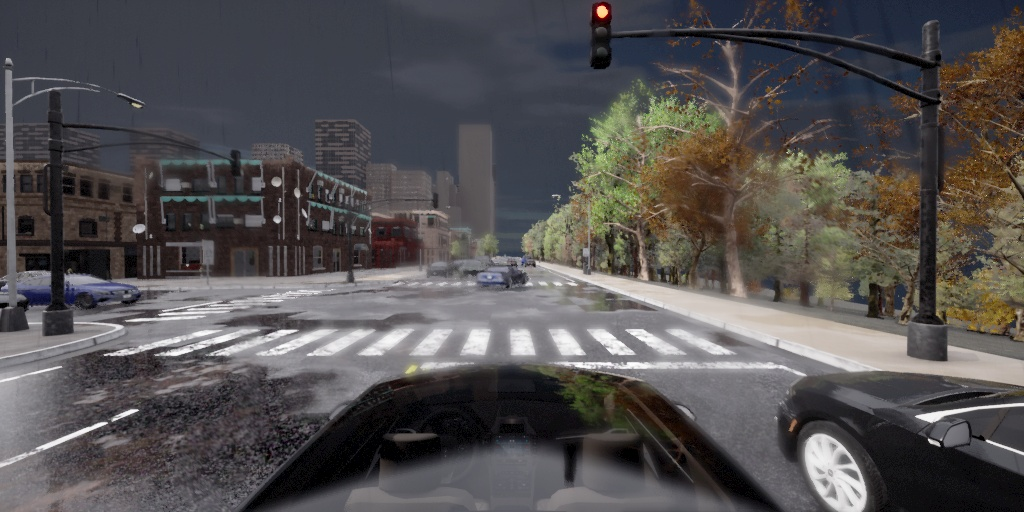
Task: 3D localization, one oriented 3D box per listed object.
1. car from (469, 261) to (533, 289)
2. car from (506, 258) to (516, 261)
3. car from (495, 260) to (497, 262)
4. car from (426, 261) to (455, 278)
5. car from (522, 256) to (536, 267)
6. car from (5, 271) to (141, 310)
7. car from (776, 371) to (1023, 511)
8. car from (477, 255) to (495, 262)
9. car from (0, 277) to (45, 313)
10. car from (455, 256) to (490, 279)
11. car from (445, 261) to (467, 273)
[{"bbox_3d":[-0.514,1.292,23.279,2.033,1.411,5.357,0,0,19],"label":"car"},{"bbox_3d":[-0.046,1.232,62.988,1.837,1.490,4.892,0,0,0],"label":"car"},{"bbox_3d":[-3.457,1.296,50.784,1.994,1.385,4.181,0,0,0],"label":"car"},{"bbox_3d":[-6.664,1.217,33.525,1.882,1.535,5.008,0,0,0],"label":"car"},{"bbox_3d":[3.203,1.231,63.662,1.837,1.490,4.892,0,0,0],"label":"car"},{"bbox_3d":[-18.840,1.484,15.356,4.674,1.442,1.812,0,1,0],"label":"car"},{"bbox_3d":[3.366,1.255,1.263,1.837,1.490,4.892,0,0,-2],"label":"car"},{"bbox_3d":[-3.435,0.958,41.278,2.150,2.045,5.566,0,0,0],"label":"car"},{"bbox_3d":[-19.973,1.565,12.639,4.313,1.339,1.948,0,0,0],"label":"car"},{"bbox_3d":[-3.413,1.093,31.699,2.097,1.767,4.553,0,0,0],"label":"car"},{"bbox_3d":[-6.683,1.336,43.487,1.895,1.301,4.718,0,0,0],"label":"car"}]
